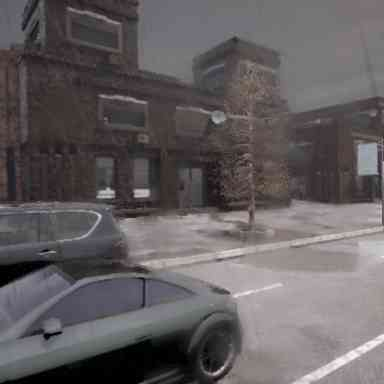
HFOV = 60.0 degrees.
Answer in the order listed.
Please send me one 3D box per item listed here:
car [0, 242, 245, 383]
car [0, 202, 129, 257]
[{"bbox_3d":[-1.386,1.558,3.829,4.181,1.385,1.994,-1,0,-36],"label":"car"},{"bbox_3d":[-3.757,1.224,5.565,5.566,2.045,2.150,0,0,-36],"label":"car"}]
